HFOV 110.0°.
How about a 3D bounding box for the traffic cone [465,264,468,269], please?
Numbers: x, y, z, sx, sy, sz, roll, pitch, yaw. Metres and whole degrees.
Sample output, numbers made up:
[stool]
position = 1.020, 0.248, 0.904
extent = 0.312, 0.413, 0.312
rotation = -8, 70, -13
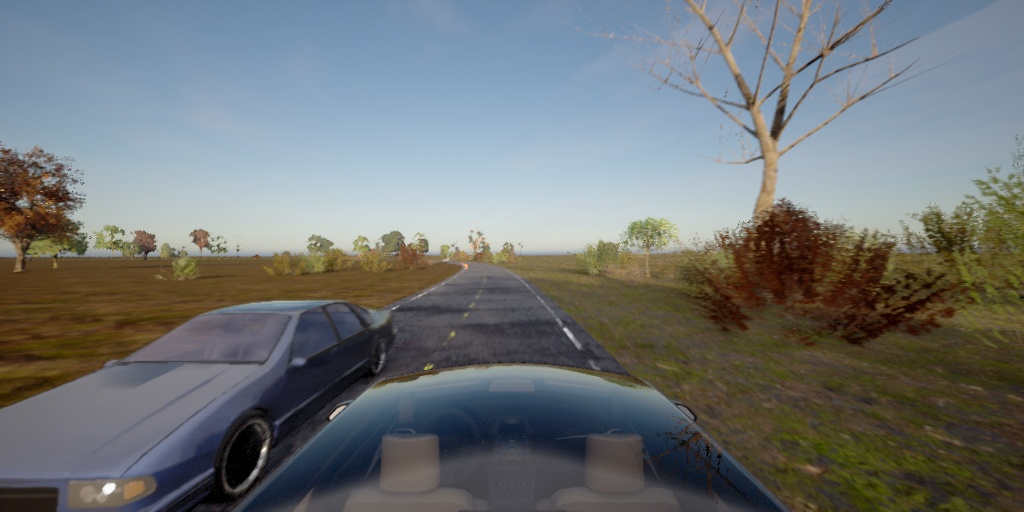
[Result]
[traffic cone]
position = -7.116, 1.805, 56.414
extent = 0.340, 0.580, 0.340
rotation = 0, 0, -6

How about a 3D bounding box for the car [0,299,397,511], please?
[car]
position = -3.112, 1.318, 4.664
extent = 2.033, 1.411, 5.357
rotation = 0, 0, 0
